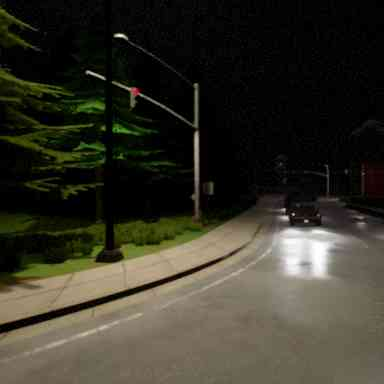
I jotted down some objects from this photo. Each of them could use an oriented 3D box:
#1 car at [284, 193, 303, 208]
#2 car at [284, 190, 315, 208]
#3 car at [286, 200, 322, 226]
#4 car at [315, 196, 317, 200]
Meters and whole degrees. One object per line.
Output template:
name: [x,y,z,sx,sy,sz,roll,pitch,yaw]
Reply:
car: [12.648,1.030,41.706,2.097,1.767,4.553,0,0,14]
car: [10.068,0.972,31.736,2.150,2.045,5.566,0,0,15]
car: [7.425,1.423,22.040,1.895,1.301,4.718,0,0,15]
car: [19.791,1.047,55.828,2.128,1.511,4.902,0,0,13]
